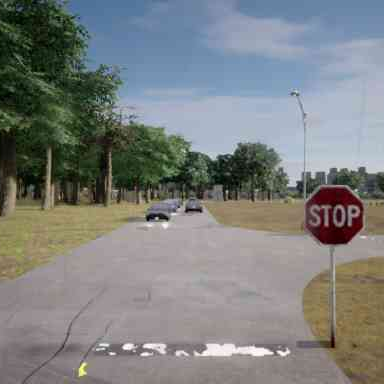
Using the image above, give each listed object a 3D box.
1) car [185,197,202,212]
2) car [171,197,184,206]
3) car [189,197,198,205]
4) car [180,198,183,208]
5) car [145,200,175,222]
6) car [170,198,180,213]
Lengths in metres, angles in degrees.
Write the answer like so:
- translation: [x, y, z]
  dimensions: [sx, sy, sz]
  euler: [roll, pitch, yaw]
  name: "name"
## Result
- translation: [0.225, 1.677, 39.919]
  dimensions: [1.994, 1.385, 4.181]
  euler: [0, 0, 0]
  name: "car"
- translation: [-2.578, 1.748, 60.221]
  dimensions: [2.128, 1.511, 4.902]
  euler: [0, 0, 0]
  name: "car"
- translation: [0.248, 1.871, 71.149]
  dimensions: [1.837, 1.490, 4.892]
  euler: [0, -1, 0]
  name: "car"
- translation: [-2.682, 1.706, 49.767]
  dimensions: [1.812, 1.442, 4.674]
  euler: [0, 0, 1]
  name: "car"
- translation: [-2.667, 1.593, 27.231]
  dimensions: [2.033, 1.411, 5.357]
  euler: [0, 0, -1]
  name: "car"
- translation: [-2.718, 1.630, 38.460]
  dimensions: [1.812, 1.442, 4.674]
  euler: [0, -1, 0]
  name: "car"
